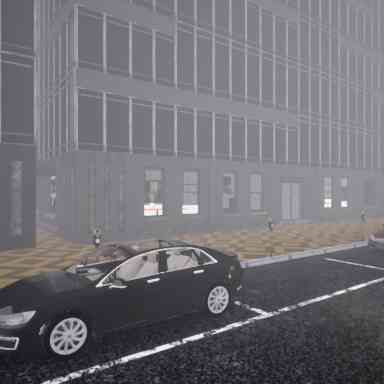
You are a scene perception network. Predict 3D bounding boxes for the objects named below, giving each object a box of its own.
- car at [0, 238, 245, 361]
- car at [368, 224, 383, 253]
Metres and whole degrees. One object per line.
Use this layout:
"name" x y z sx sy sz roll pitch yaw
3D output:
"car" -1.016 1.551 5.830 4.403 1.369 2.008 0 0 -35
"car" 8.270 1.582 12.417 4.206 1.307 1.802 0 0 -35
